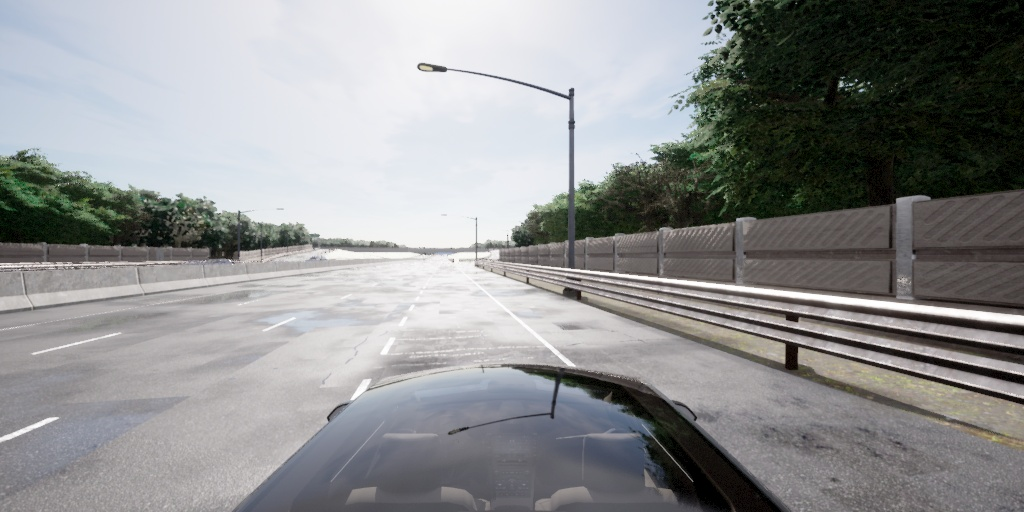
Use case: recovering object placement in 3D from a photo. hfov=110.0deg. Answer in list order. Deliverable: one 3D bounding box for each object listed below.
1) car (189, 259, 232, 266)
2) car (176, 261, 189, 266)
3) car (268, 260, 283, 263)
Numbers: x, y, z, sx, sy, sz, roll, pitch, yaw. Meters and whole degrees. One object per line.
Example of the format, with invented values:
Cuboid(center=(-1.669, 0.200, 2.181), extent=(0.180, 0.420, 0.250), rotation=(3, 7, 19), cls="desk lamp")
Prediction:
Cuboid(center=(-36.323, 1.130, 43.806), extent=(2.097, 1.767, 4.553), rotation=(0, 0, -10), cls="car")
Cuboid(center=(-40.184, 1.274, 45.450), extent=(2.128, 1.511, 4.902), rotation=(0, 0, -10), cls="car")
Cuboid(center=(-34.213, 1.337, 51.769), extent=(2.033, 1.411, 5.357), rotation=(0, 0, -10), cls="car")
